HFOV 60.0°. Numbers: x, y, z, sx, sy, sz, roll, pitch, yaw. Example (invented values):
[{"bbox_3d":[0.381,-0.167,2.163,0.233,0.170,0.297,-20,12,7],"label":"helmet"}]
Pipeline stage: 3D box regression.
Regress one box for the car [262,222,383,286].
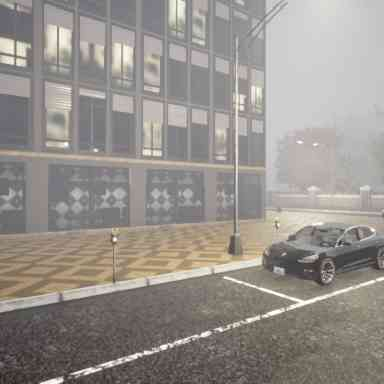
[{"bbox_3d":[3.914,1.562,9.438,4.313,1.339,1.947,0,0,-35],"label":"car"}]
